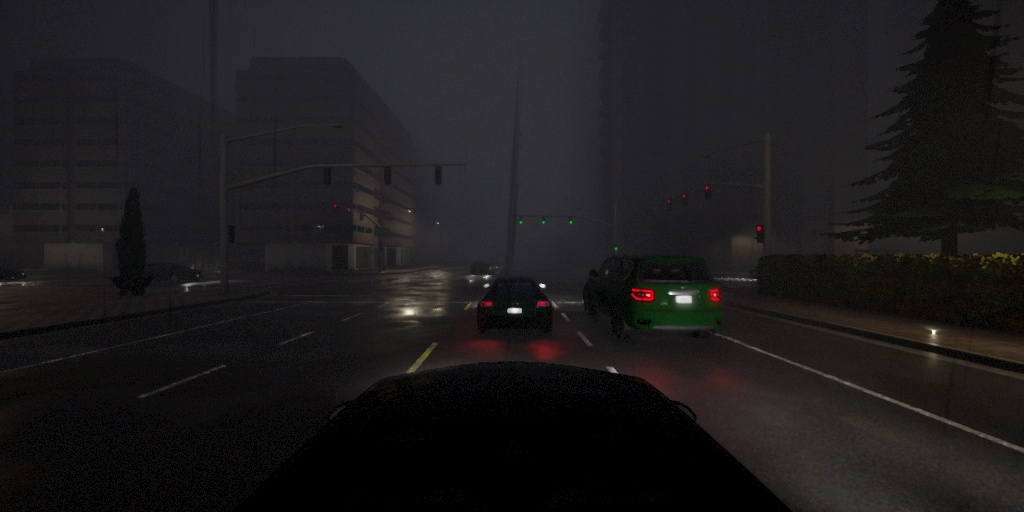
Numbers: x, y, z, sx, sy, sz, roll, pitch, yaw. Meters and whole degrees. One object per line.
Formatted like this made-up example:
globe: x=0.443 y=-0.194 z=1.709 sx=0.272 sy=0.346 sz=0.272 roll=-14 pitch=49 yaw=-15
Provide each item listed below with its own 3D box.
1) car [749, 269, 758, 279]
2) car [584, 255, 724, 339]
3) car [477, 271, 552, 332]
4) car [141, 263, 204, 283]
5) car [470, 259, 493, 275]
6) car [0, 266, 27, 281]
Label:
car: x=22.861 y=1.329 z=30.794 sx=4.181 sy=1.385 sz=1.994 roll=0 pitch=0 yaw=1
car: x=3.579 y=0.979 z=10.185 sx=2.150 sy=2.045 sz=5.566 roll=0 pitch=0 yaw=0
car: x=0.077 y=1.319 z=10.823 sx=1.994 sy=1.385 sz=4.181 roll=0 pitch=0 yaw=0
car: x=-26.577 y=1.268 z=27.588 sx=4.892 sy=1.490 sz=1.837 roll=0 pitch=0 yaw=1
car: x=-3.503 y=1.301 z=39.420 sx=1.882 sy=1.535 sz=5.008 roll=0 pitch=1 yaw=0
car: x=-41.216 y=1.310 z=27.737 sx=5.357 sy=1.411 sz=2.033 roll=0 pitch=0 yaw=1
